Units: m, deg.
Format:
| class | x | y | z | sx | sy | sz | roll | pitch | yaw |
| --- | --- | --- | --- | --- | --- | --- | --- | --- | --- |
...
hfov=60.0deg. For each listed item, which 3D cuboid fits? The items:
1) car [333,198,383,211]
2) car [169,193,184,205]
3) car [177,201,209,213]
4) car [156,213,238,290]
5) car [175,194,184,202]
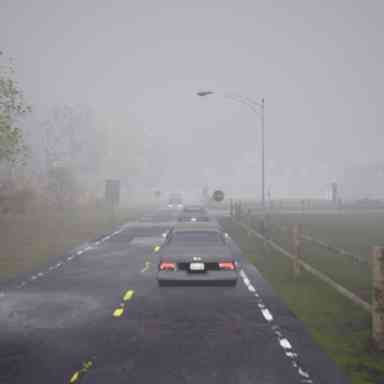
| class | x | y | z | sx | sy | sz | roll | pitch | yaw |
| --- | --- | --- | --- | --- | --- | --- | --- | --- | --- |
| car | 18.813 | 1.423 | 37.422 | 5.357 | 1.411 | 2.033 | 0 | 0 | -1 |
| car | -2.812 | 1.124 | 57.747 | 2.150 | 2.045 | 5.566 | 0 | 0 | 1 |
| car | 0.131 | 1.540 | 21.311 | 1.994 | 1.385 | 4.181 | 0 | 0 | 1 |
| car | 0.100 | 1.539 | 9.196 | 2.033 | 1.411 | 5.357 | 0 | 0 | 0 |
| car | -2.737 | 1.331 | 73.337 | 1.882 | 1.535 | 5.008 | 0 | 0 | 0 |
